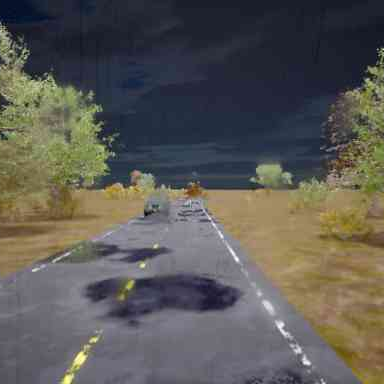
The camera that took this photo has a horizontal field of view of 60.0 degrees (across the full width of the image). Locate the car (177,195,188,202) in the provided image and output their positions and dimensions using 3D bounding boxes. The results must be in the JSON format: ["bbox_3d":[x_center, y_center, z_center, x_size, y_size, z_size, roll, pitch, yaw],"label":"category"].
[{"bbox_3d":[-2.055,1.464,71.690,2.128,1.511,4.902,0,0,5],"label":"car"}]

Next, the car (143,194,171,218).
[{"bbox_3d":[-3.099,1.214,30.826,2.150,2.045,5.566,0,0,0],"label":"car"}]
